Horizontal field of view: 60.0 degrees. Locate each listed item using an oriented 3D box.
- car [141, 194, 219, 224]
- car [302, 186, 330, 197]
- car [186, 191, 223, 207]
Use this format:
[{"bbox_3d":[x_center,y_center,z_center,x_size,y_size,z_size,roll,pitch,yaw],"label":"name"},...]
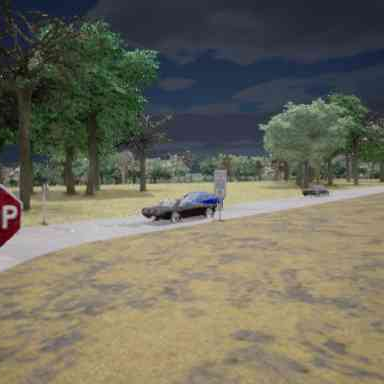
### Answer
[{"bbox_3d":[-0.631,1.057,20.051,1.895,1.301,4.718,1,3,44],"label":"car"},{"bbox_3d":[15.811,-0.068,42.446,1.895,1.301,4.718,1,3,42],"label":"car"},{"bbox_3d":[0.350,0.735,25.315,1.882,1.535,5.008,1,3,42],"label":"car"}]
